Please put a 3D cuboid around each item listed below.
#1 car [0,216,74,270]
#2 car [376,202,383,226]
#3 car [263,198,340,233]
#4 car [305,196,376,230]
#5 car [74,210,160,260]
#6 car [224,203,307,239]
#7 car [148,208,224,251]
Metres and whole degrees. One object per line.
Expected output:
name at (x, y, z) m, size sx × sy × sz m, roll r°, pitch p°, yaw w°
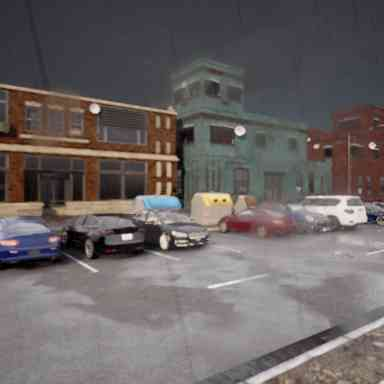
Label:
car at (-5.712, 1.527, 11.133) m, size 2.002 × 1.452 × 4.674 m, roll 0°, pitch 0°, yaw -35°
car at (12.528, 1.547, 24.064) m, size 2.163 × 1.488 × 4.792 m, roll 0°, pitch 0°, yaw -35°
car at (5.668, 1.373, 19.263) m, size 2.185 × 1.767 × 4.553 m, roll 0°, pitch 0°, yaw -35°
car at (7.963, 1.252, 20.890) m, size 2.435 × 2.045 × 5.566 m, roll 0°, pitch 0°, yaw -35°
car at (-3.465, 1.517, 12.769) m, size 2.163 × 1.488 × 4.792 m, roll 0°, pitch 0°, yaw -35°
car at (3.348, 1.534, 17.572) m, size 2.002 × 1.452 × 4.674 m, roll 0°, pitch 0°, yaw -35°
car at (-1.186, 1.490, 14.361) m, size 2.231 × 1.521 × 4.892 m, roll 0°, pitch 0°, yaw -35°
